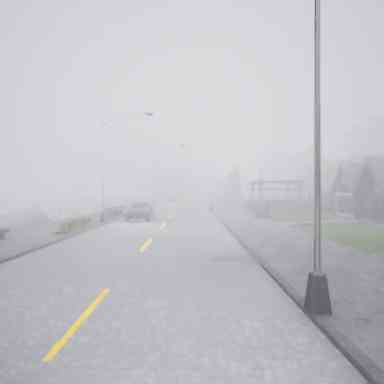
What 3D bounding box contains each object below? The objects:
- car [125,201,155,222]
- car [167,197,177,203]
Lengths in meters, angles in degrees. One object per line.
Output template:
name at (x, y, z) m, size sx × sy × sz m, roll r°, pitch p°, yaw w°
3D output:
car at (-4.096, 1.521, 26.555) m, size 1.837 × 1.490 × 4.892 m, roll 0°, pitch 0°, yaw 0°
car at (-3.997, 1.626, 67.823) m, size 1.895 × 1.301 × 4.718 m, roll 0°, pitch 0°, yaw 0°
